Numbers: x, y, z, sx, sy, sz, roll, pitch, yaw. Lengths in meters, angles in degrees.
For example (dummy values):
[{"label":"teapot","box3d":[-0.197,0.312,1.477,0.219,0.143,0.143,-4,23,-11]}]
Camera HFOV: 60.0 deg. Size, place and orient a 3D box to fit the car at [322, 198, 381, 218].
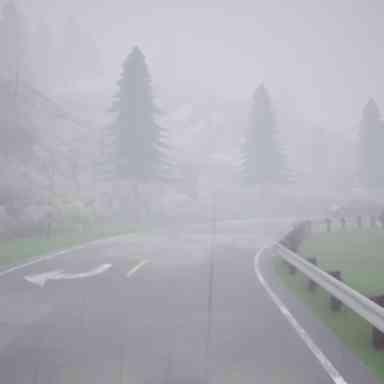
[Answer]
[{"label":"car","box3d":[13.185,1.303,27.576,4.553,1.767,2.097,0,0,-8]}]
